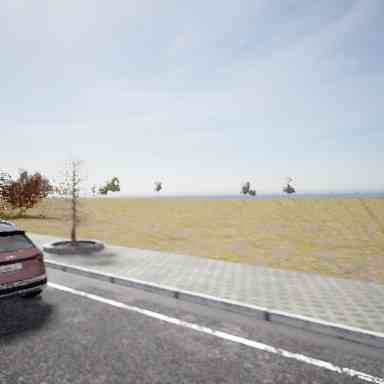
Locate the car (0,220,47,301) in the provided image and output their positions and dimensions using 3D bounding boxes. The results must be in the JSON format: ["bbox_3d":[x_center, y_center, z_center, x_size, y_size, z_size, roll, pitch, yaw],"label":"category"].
[{"bbox_3d":[-5.067,1.412,7.225,4.856,1.649,2.033,0,0,36],"label":"car"}]
